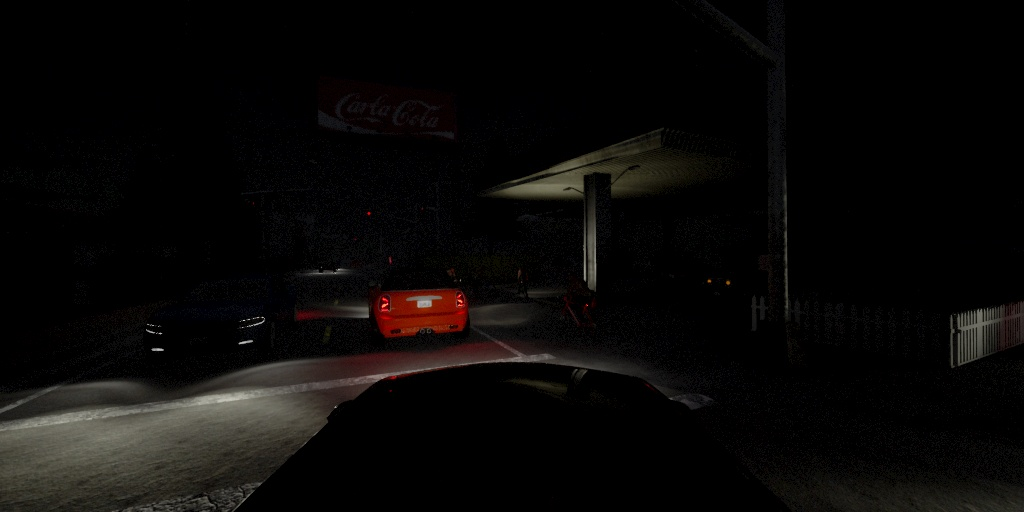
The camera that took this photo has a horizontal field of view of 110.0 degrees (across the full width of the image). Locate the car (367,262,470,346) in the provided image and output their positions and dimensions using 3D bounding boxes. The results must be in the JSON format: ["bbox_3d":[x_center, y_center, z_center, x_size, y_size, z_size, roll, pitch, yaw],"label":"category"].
[{"bbox_3d":[-2.663,1.031,9.509,2.097,1.767,4.553,0,0,-23],"label":"car"}]

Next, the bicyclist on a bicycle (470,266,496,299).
[{"bbox_3d":[-1.549,1.308,17.834,1.656,1.620,0.582,1,0,-22],"label":"bicyclist on a bicycle"}]

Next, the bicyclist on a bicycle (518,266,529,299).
[{"bbox_3d":[0.558,1.304,17.977,0.582,1.620,1.656,0,0,15],"label":"bicyclist on a bicycle"}]

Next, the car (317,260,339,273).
[{"bbox_3d":[-23.194,1.315,45.157,1.837,1.490,4.892,0,0,-24],"label":"car"}]

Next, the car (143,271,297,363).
[{"bbox_3d":[-6.362,1.180,8.390,1.882,1.535,5.008,0,0,-24],"label":"car"}]

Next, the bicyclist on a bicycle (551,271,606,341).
[{"bbox_3d":[1.595,1.191,8.781,0.582,1.620,1.656,3,-2,-43],"label":"bicyclist on a bicycle"}]

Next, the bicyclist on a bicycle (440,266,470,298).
[{"bbox_3d":[-2.838,1.280,16.435,1.656,1.620,0.582,1,0,36],"label":"bicyclist on a bicycle"}]
